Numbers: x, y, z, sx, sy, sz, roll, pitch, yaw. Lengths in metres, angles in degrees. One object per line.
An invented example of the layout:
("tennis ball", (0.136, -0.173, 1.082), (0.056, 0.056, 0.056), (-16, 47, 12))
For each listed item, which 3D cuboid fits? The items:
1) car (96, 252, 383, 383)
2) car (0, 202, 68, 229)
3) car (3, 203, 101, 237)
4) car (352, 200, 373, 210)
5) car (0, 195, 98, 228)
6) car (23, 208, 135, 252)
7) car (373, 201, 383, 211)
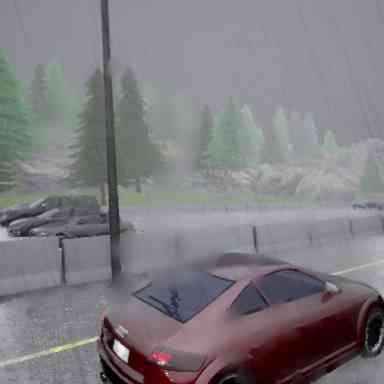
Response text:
("car", (0.891, 1.561, 4.535), (4.181, 1.385, 1.994), (0, 0, -37))
("car", (-11.063, 1.477, 22.066), (5.008, 1.535, 1.882), (0, 0, -37))
("car", (-6.466, 1.504, 16.762), (4.892, 1.490, 1.837), (0, 0, -37))
("car", (25.774, 1.858, 49.429), (5.008, 1.535, 1.882), (1, -1, -37))
("car", (-8.230, 1.221, 19.814), (5.566, 2.045, 2.150), (0, 0, -37))
("car", (-4.465, 1.562, 13.889), (4.181, 1.385, 1.994), (0, 0, -37))
("car", (27.910, 1.918, 46.655), (4.892, 1.490, 1.837), (1, -1, -37))
